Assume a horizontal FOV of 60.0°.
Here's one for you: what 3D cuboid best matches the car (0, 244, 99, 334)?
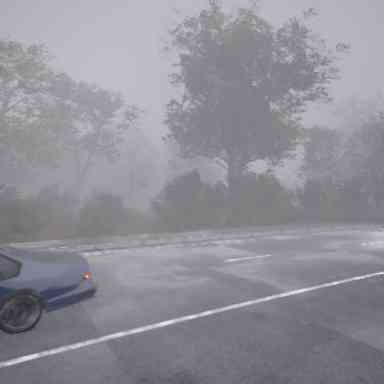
[{"bbox_3d":[-4.280,1.523,5.166,5.357,1.411,2.033,0,0,-35],"label":"car"}]
